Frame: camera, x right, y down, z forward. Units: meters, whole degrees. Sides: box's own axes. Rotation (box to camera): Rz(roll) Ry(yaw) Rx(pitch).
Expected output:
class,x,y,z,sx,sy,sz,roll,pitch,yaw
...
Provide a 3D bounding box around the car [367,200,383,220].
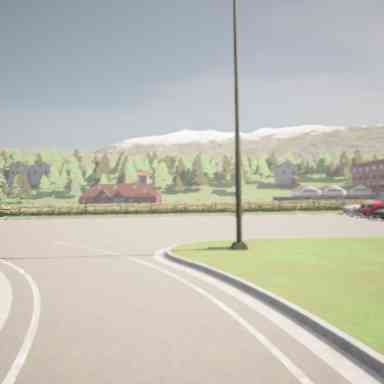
class,x,y,z,sx,sy,sz,roll,pitch,yaw
car,17.165,1.519,26.095,5.357,1.411,2.033,-1,-1,-2

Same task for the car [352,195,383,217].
class,x,y,z,sx,sy,sz,roll,pitch,yaw
car,17.823,1.218,29.616,5.566,2.045,2.150,-1,-1,-2

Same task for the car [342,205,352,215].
class,x,y,z,sx,sy,sz,roll,pitch,yaw
car,17.431,1.561,33.100,4.674,1.442,1.812,-1,-1,-2
